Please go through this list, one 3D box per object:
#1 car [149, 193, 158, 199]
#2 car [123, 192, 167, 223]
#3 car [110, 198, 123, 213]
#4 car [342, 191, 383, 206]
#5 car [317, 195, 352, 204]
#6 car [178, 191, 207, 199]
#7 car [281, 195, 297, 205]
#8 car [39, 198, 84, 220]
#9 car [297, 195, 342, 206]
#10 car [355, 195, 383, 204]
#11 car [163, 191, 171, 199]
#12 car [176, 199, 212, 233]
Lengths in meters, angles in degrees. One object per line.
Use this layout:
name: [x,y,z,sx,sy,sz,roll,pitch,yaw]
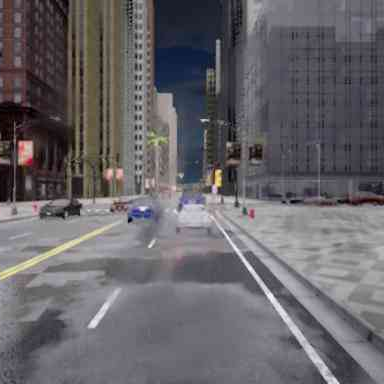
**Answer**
car: [-9.740,0.956,84.610,1.882,1.535,5.008,0,0,0]
car: [-3.147,1.108,23.437,2.097,1.767,4.553,0,1,0]
car: [-6.513,1.260,31.885,1.994,1.385,4.181,0,0,0]
car: [20.958,0.843,40.146,5.009,1.841,2.192,0,0,-1]
car: [20.831,1.102,48.670,4.313,1.339,1.947,0,0,-1]
car: [0.031,0.946,27.657,2.150,2.045,5.566,0,0,1]
car: [15.191,1.122,48.583,4.313,1.339,1.947,0,0,-1]
car: [-9.817,1.218,25.323,1.882,1.535,5.008,0,0,0]
car: [15.320,1.130,40.059,4.206,1.307,1.802,0,0,-1]
car: [26.469,1.100,48.757,4.206,1.307,1.802,0,0,-1]
car: [-6.490,0.703,84.579,2.150,2.045,5.566,0,0,0]
car: [0.103,1.329,17.958,1.812,1.442,4.674,0,1,0]
